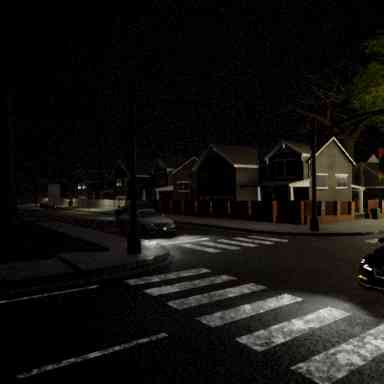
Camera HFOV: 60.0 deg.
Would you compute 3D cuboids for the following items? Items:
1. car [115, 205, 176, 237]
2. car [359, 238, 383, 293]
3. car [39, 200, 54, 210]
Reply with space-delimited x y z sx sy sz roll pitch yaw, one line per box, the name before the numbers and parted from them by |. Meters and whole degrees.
car | -2.798 1.717 19.744 1.812 1.442 4.674 -1 0 -35
car | 5.840 1.502 7.797 4.892 1.490 1.837 0 0 -35
car | -24.385 2.116 55.922 2.128 1.511 4.902 -1 0 -35
